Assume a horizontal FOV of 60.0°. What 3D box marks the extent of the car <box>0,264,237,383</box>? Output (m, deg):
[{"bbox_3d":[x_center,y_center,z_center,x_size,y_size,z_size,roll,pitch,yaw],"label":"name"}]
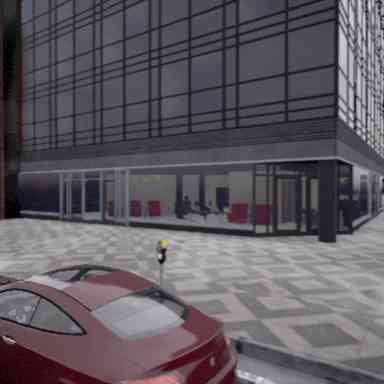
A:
[{"bbox_3d":[-1.516,1.560,3.970,4.206,1.307,1.802,0,1,34],"label":"car"}]
